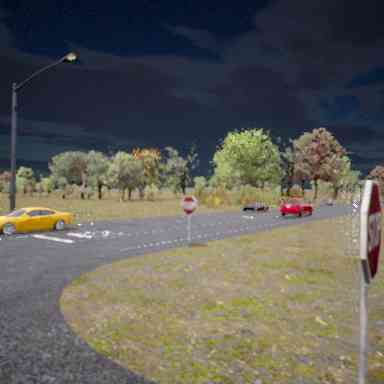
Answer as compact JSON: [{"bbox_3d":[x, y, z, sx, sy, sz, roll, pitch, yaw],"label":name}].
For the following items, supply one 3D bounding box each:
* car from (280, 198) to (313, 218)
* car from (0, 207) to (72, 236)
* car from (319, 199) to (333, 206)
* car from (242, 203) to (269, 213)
[{"bbox_3d":[11.758,1.730,37.149,2.150,2.045,5.566,1,0,36],"label":"car"},{"bbox_3d":[-9.695,1.671,19.863,1.882,1.535,5.008,1,0,36],"label":"car"},{"bbox_3d":[29.268,2.227,72.675,2.097,1.767,4.553,1,0,36],"label":"car"},{"bbox_3d":[8.471,2.100,44.492,1.895,1.301,4.718,1,0,36],"label":"car"}]
